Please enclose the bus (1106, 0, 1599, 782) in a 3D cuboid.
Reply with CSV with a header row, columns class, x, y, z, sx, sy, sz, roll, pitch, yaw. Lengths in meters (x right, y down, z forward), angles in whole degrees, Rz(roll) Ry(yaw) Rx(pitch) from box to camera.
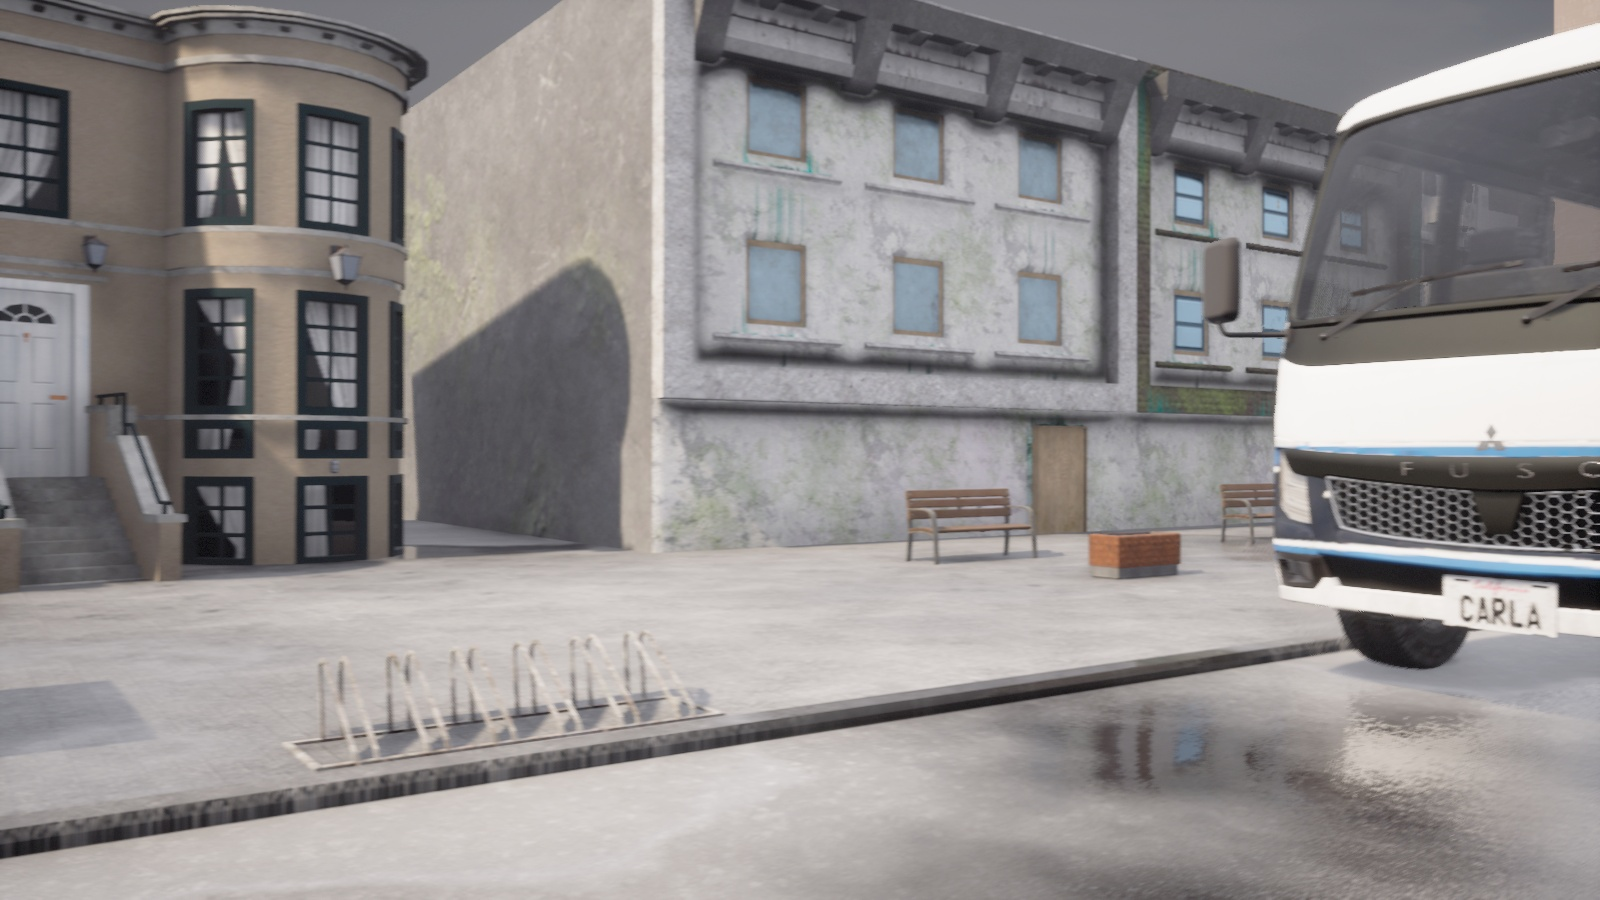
class,x,y,z,sx,sy,sz,roll,pitch,yaw
bus,7.305,-0.624,9.356,10.273,4.253,3.944,0,0,-35
